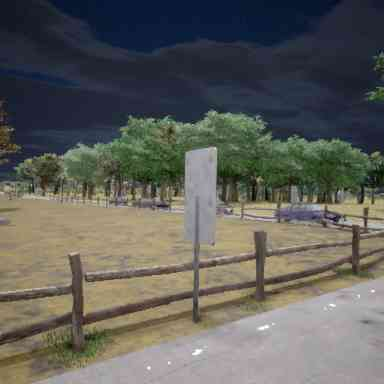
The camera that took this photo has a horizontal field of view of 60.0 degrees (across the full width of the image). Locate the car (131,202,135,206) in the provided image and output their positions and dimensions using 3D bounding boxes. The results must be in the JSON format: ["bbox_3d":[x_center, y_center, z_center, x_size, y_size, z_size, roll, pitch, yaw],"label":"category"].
[{"bbox_3d":[-7.720,1.629,52.583,2.033,1.411,5.357,2,-1,-35],"label":"car"}]

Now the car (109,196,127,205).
[{"bbox_3d":[-13.569,1.555,60.701,2.128,1.511,4.902,2,-1,-35],"label":"car"}]

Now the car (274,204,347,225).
[{"bbox_3d":[8.586,1.568,24.671,2.033,1.411,5.357,2,-1,-34],"label":"car"}]

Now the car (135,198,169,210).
[{"bbox_3d":[-5.035,1.558,43.840,2.033,1.411,5.357,2,-1,-35],"label":"car"}]

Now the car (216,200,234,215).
[{"bbox_3d":[2.166,1.508,33.730,2.128,1.511,4.902,2,-1,-36],"label":"car"}]
